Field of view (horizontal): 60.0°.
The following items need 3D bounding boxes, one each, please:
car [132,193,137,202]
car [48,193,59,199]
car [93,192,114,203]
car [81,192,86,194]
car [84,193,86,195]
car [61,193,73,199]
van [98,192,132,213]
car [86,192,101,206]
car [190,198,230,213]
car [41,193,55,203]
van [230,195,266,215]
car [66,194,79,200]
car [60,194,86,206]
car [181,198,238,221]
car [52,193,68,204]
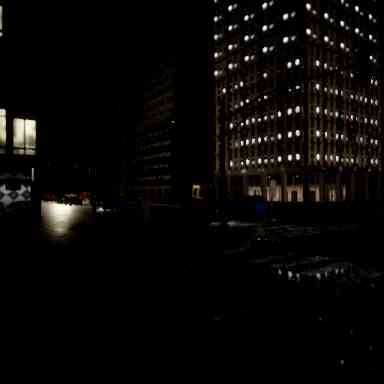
[{"bbox_3d":[-10.601,1.024,53.837,2.192,1.841,5.009,0,0,-34],"label":"car"},{"bbox_3d":[-36.343,1.047,87.080,1.812,1.442,4.674,-1,1,-34],"label":"car"},{"bbox_3d":[-16.810,0.970,63.014,2.192,1.841,5.009,0,0,-34],"label":"car"},{"bbox_3d":[-23.018,0.916,72.190,2.192,1.841,5.009,0,0,-34],"label":"car"},{"bbox_3d":[-19.913,1.194,67.603,1.947,1.339,4.313,0,0,-34],"label":"car"},{"bbox_3d":[-32.425,1.044,86.095,1.752,1.417,4.829,0,0,-34],"label":"car"},{"bbox_3d":[-8.230,1.205,35.379,1.690,1.788,3.998,0,0,-34],"label":"van"},{"bbox_3d":[-12.476,1.008,46.312,2.150,2.045,5.566,-1,1,-34],"label":"car"},{"bbox_3d":[1.833,1.359,35.503,1.887,1.381,4.507,0,0,-34],"label":"car"},{"bbox_3d":[-26.854,1.285,62.907,1.802,1.307,4.206,0,0,-34],"label":"car"},{"bbox_3d":[5.011,1.181,30.966,1.690,1.788,3.998,0,0,-34],"label":"van"},{"bbox_3d":[-29.226,1.097,81.367,2.008,1.369,4.403,0,0,-34],"label":"car"},{"bbox_3d":[-17.542,1.350,49.143,1.947,1.339,4.313,0,0,-34],"label":"car"},{"bbox_3d":[1.008,1.391,26.340,2.128,1.511,4.902,-1,1,-34],"label":"car"},{"bbox_3d":[-20.646,1.308,53.730,2.008,1.369,4.403,0,0,-34],"label":"car"}]
